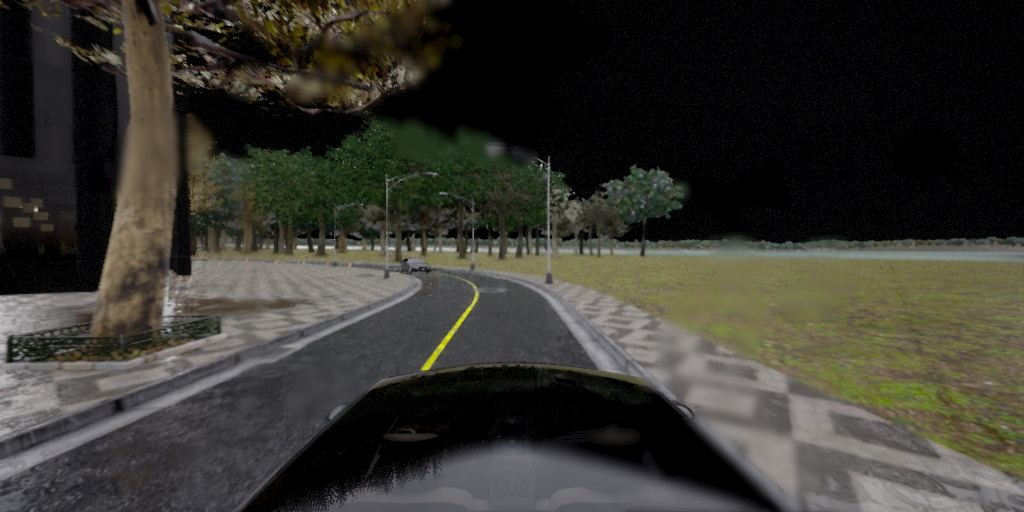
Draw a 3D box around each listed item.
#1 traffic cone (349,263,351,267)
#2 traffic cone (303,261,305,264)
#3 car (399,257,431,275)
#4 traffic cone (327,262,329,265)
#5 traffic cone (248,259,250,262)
[{"bbox_3d":[-19.724,1.109,43.724,0.340,0.580,0.340,0,0,35],"label":"traffic cone"},{"bbox_3d":[-27.917,0.870,48.106,0.340,0.580,0.340,0,0,21],"label":"traffic cone"},{"bbox_3d":[-9.173,0.898,33.797,1.837,1.490,4.892,0,1,-33],"label":"car"},{"bbox_3d":[-23.682,0.990,46.175,0.340,0.580,0.340,0,0,28],"label":"traffic cone"},{"bbox_3d":[-36.946,0.664,50.304,0.340,0.580,0.340,0,0,6],"label":"traffic cone"}]
